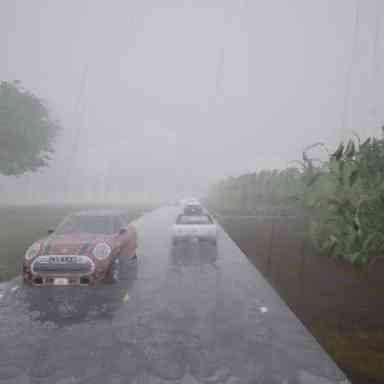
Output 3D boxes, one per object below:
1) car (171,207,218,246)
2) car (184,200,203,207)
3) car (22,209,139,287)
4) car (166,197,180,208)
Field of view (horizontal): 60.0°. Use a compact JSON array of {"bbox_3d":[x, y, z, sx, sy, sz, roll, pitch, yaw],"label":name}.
[{"bbox_3d":[0.108,1.608,15.377,1.895,1.301,4.718,0,0,0],"label":"car"},{"bbox_3d":[0.127,1.550,33.161,1.812,1.442,4.674,0,0,0],"label":"car"},{"bbox_3d":[-2.845,1.356,9.478,2.097,1.767,4.553,0,0,0],"label":"car"},{"bbox_3d":[-2.802,1.555,50.806,2.128,1.511,4.902,0,0,0],"label":"car"}]
